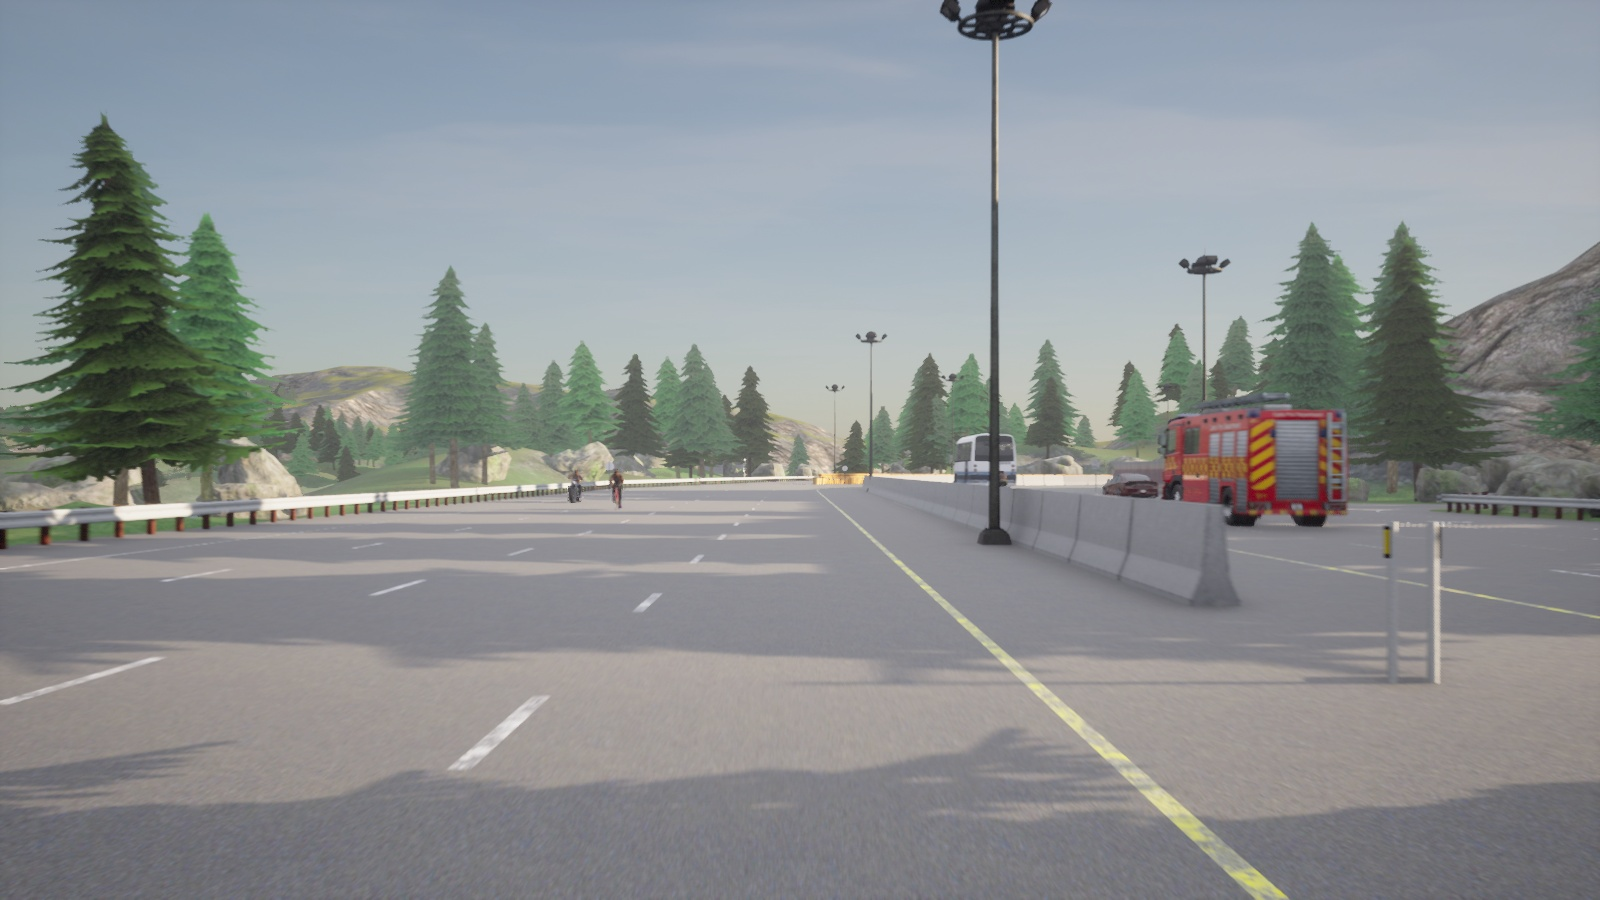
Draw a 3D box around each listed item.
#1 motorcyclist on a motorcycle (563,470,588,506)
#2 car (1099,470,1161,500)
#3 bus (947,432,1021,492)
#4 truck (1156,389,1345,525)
[{"bbox_3d":[-10.683,1.807,59.885,0.766,1.649,2.350,0,-1,0],"label":"motorcyclist on a motorcycle"},{"bbox_3d":[17.286,1.824,65.973,1.882,1.535,5.008,0,-1,0],"label":"car"},{"bbox_3d":[13.637,0.950,93.926,3.944,4.253,10.273,0,-1,0],"label":"bus"},{"bbox_3d":[13.902,0.256,39.662,2.891,3.827,8.468,0,-1,0],"label":"truck"}]
